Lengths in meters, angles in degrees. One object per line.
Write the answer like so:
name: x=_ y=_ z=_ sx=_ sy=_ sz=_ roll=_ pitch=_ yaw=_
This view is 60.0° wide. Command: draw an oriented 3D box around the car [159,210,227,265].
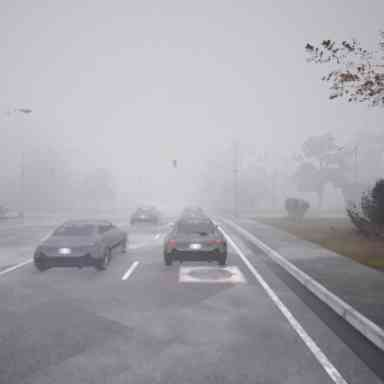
car: x=0.101 y=1.547 z=11.662 sx=1.994 sy=1.385 sz=4.181 roll=0 pitch=0 yaw=0

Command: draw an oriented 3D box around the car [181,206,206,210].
car: x=0.103 y=1.709 z=25.181 sx=1.994 sy=1.385 sz=4.181 roll=0 pitch=-2 yaw=0

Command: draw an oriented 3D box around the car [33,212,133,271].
car: x=-3.400 y=1.547 z=10.902 sx=1.994 sy=1.385 sz=4.181 roll=0 pitch=0 yaw=0

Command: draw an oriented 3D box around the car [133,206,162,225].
car: x=-3.398 y=1.710 z=25.181 sx=1.994 sy=1.385 sz=4.181 roll=0 pitch=-1 yaw=0
